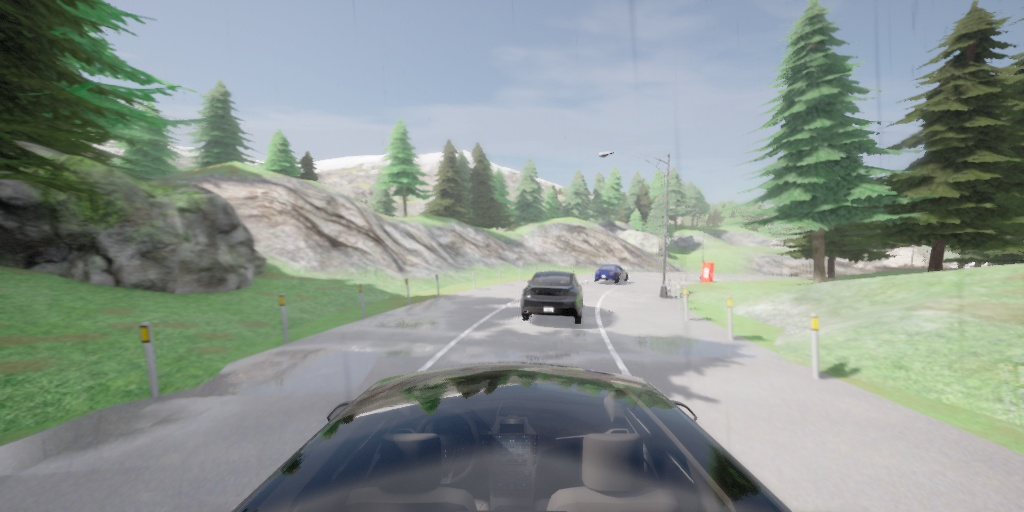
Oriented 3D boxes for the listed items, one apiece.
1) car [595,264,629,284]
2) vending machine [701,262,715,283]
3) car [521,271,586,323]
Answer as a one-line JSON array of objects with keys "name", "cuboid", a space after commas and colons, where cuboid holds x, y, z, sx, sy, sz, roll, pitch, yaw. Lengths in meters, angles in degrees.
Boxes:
[{"name": "car", "cuboid": [8.105, 1.404, 29.080, 1.812, 1.442, 4.674, 3, 1, 30]}, {"name": "vending machine", "cuboid": [19.884, 1.615, 36.650, 0.880, 2.100, 1.100, 0, 0, -45]}, {"name": "car", "cuboid": [1.527, 1.263, 12.420, 1.837, 1.490, 4.892, 1, 0, 12]}]
